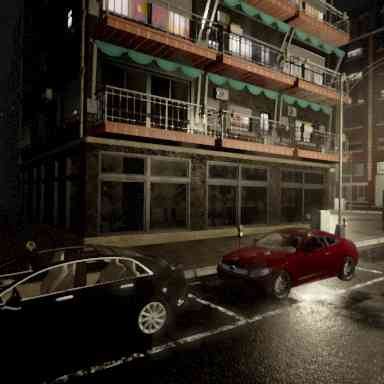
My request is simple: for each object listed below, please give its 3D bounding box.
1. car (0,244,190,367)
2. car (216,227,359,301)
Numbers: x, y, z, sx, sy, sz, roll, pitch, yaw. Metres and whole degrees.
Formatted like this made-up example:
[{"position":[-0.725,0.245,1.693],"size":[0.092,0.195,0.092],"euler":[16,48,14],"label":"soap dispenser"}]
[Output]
[{"position":[-2.087,1.551,5.014],"size":[4.403,1.369,2.008],"euler":[0,1,-36],"label":"car"},{"position":[2.536,1.584,8.324],"size":[4.206,1.307,1.802],"euler":[0,1,-36],"label":"car"}]
